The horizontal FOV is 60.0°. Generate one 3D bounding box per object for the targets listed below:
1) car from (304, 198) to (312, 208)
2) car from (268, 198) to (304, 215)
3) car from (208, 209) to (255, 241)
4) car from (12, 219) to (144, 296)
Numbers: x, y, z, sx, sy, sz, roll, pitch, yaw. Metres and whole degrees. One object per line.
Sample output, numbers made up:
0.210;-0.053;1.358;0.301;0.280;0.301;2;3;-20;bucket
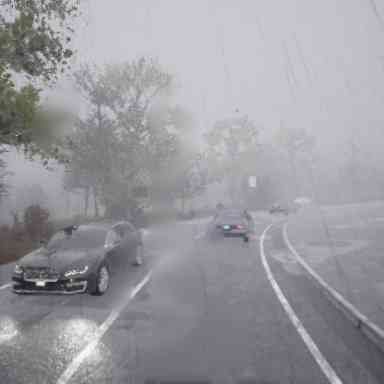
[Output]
15.274;1.563;46.894;1.812;1.442;4.674;-6;-3;45;car
9.464;1.519;34.144;2.033;1.411;5.357;-3;-1;32;car
2.099;1.566;16.725;2.033;1.411;5.357;-1;0;14;car
-2.660;1.543;8.898;1.837;1.490;4.892;-1;0;7;car
